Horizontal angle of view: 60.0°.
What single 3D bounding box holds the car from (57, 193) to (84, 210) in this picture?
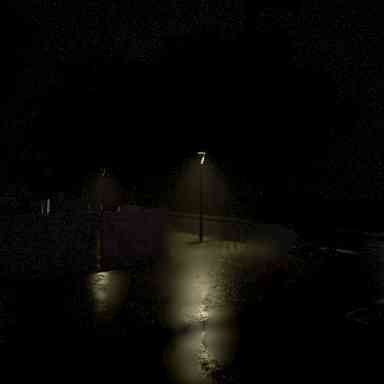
[{"bbox_3d":[-15.030,1.093,41.018,2.150,2.045,5.566,0,0,-35],"label":"car"}]
